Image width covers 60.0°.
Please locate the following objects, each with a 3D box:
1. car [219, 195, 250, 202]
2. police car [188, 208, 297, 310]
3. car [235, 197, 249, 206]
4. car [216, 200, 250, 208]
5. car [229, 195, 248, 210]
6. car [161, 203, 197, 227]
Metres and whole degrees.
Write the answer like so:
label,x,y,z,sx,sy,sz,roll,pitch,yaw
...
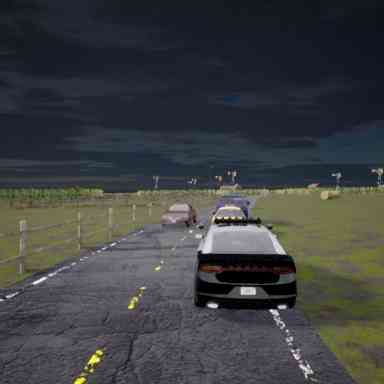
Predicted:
label,x,y,z,sx,sy,sz,roll,pitch,yaw
car,2.913,1.206,23.621,2.150,2.045,5.566,0,0,10
police car,1.086,1.423,8.056,1.930,1.638,5.238,0,0,4
car,8.113,1.507,53.613,1.994,1.385,4.181,0,0,12
car,2.047,1.444,17.937,1.801,1.575,5.366,0,0,7
car,6.186,1.309,43.871,2.097,1.767,4.553,0,0,12
car,-0.760,1.510,22.578,1.812,1.442,4.674,0,0,9
